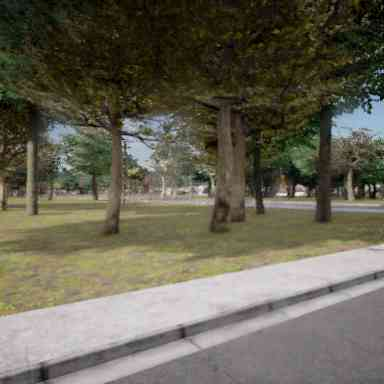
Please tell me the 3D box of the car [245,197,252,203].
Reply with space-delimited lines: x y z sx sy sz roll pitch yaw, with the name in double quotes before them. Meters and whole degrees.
"car" 9.974 1.566 66.779 1.812 1.442 4.674 0 0 -36
